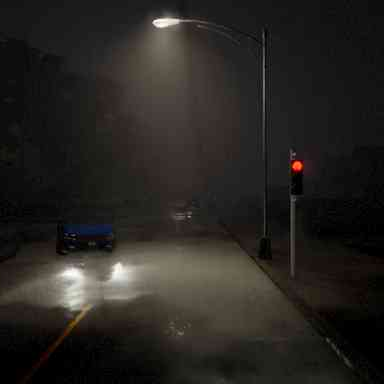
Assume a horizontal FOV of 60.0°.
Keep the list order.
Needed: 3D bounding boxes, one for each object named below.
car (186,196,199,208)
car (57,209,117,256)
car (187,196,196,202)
[{"bbox_3d":[0.057,1.547,47.427,2.033,1.411,5.357,0,0,0],"label":"car"},{"bbox_3d":[-4.368,1.478,13.539,1.882,1.535,5.008,2,-1,-24],"label":"car"},{"bbox_3d":[-0.076,1.524,73.584,1.812,1.442,4.674,0,0,0],"label":"car"}]
